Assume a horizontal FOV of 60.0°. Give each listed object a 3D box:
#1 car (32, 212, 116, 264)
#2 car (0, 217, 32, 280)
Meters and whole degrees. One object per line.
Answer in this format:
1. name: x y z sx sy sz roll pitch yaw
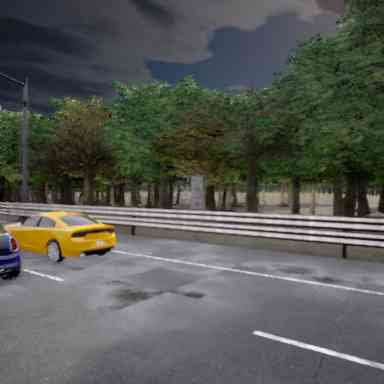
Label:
1. car: -4.872 1.441 11.827 5.008 1.535 1.882 0 0 36
2. car: -6.457 1.316 8.654 4.553 1.767 2.097 0 0 36
